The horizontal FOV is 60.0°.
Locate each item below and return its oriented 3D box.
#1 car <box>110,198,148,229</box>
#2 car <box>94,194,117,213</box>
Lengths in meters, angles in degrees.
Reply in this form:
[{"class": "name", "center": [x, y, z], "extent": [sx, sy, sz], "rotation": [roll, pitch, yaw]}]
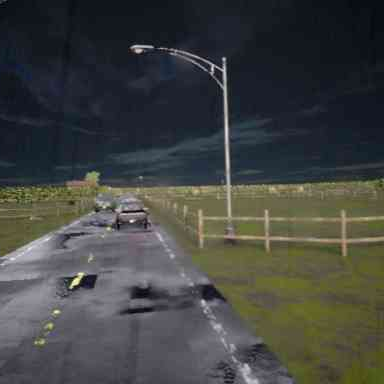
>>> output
[{"class": "car", "center": [-3.845, 1.446, 21.301], "extent": [2.128, 1.511, 4.902], "rotation": [-2, 1, -10]}, {"class": "car", "center": [-9.771, 1.239, 37.874], "extent": [2.150, 2.045, 5.566], "rotation": [-2, 1, -10]}]
